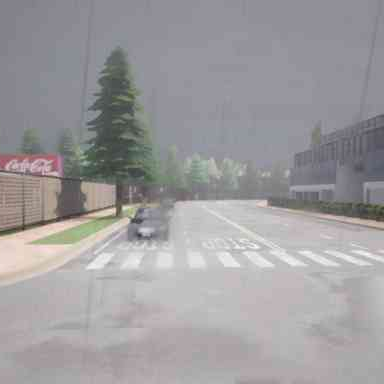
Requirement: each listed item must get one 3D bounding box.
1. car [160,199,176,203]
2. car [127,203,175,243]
[{"bbox_3d":[-3.024,1.550,41.983,2.033,1.411,5.357,0,0,-1],"label":"car"},{"bbox_3d":[-2.010,1.501,16.306,2.128,1.511,4.902,0,0,-3],"label":"car"}]
